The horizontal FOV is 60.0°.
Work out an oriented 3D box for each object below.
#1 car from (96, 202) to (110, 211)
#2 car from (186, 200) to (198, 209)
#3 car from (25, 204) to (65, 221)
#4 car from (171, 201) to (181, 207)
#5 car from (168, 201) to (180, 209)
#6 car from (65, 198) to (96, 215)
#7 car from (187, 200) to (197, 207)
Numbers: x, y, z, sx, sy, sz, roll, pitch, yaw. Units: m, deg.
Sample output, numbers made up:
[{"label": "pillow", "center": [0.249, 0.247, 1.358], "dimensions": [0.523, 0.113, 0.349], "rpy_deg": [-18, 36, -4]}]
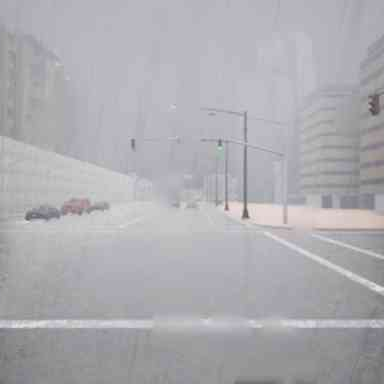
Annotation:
[{"label": "car", "center": [-14.091, 2.219, 51.366], "dimensions": [2.033, 1.411, 5.357], "rpy_deg": [0, -1, 0]}, {"label": "car", "center": [-0.017, 2.275, 60.938], "dimensions": [1.882, 1.535, 5.008], "rpy_deg": [0, -1, 0]}, {"label": "car", "center": [-14.103, 1.979, 31.692], "dimensions": [1.994, 1.385, 4.181], "rpy_deg": [0, -1, 0]}, {"label": "car", "center": [-3.520, 2.539, 72.172], "dimensions": [1.895, 1.301, 4.718], "rpy_deg": [0, -1, 0]}, {"label": "car", "center": [-3.429, 2.336, 61.938], "dimensions": [1.812, 1.442, 4.674], "rpy_deg": [0, -1, 0]}, {"label": "car", "center": [-14.100, 1.757, 40.978], "dimensions": [2.150, 2.045, 5.566], "rpy_deg": [0, -1, 0]}, {"label": "car", "center": [-0.020, 2.361, 71.356], "dimensions": [2.033, 1.411, 5.357], "rpy_deg": [0, -1, 0]}]
